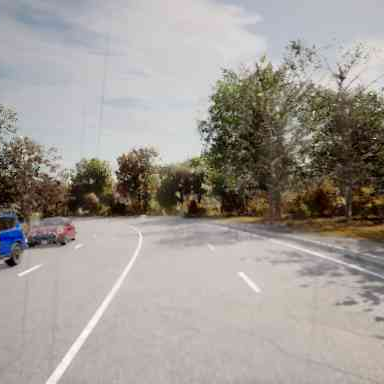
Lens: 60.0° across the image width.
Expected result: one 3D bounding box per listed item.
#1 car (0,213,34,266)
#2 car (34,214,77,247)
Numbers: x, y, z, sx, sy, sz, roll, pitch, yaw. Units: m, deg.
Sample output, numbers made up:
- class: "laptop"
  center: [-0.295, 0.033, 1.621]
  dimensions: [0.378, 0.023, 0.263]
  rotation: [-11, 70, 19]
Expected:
- class: "car"
  center: [-7.668, 1.801, 11.250]
  dimensions: [2.150, 2.045, 5.566]
  rotation: [-2, -2, -5]
- class: "car"
  center: [-8.836, 2.426, 21.334]
  dimensions: [2.097, 1.767, 4.553]
  rotation: [-2, -3, -9]
